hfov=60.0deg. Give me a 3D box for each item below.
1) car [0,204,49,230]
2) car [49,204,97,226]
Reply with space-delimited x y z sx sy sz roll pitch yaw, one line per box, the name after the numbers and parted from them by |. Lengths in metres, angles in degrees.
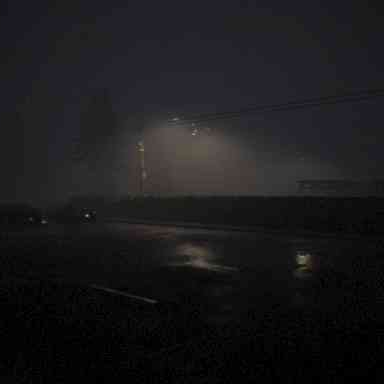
-11.797 1.515 21.800 5.008 1.535 1.882 0 0 37 | car
-8.758 1.588 23.893 4.181 1.385 1.994 0 0 37 | car
